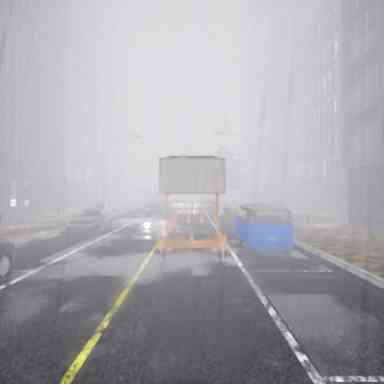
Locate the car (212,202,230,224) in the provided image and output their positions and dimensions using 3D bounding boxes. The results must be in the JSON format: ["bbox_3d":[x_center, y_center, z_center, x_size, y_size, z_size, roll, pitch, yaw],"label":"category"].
[{"bbox_3d":[2.707,1.616,24.475,1.802,1.307,4.206,0,0,0],"label":"car"}]

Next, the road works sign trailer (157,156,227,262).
[{"bbox_3d":[0.008,0.482,12.113,2.380,3.560,2.880,0,0,0],"label":"road works sign trailer"}]

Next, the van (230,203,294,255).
[{"bbox_3d":[2.699,1.360,13.091,1.690,1.788,3.998,0,0,0],"label":"van"}]

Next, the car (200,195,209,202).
[{"bbox_3d":[2.743,1.508,75.707,1.967,1.590,4.097,0,0,0],"label":"car"}]

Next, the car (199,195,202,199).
[{"bbox_3d":[2.731,1.621,58.630,2.008,1.369,4.403,0,0,0],"label":"car"}]

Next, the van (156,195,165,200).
[{"bbox_3d":[-5.650,1.411,58.640,1.690,1.788,3.998,0,0,0],"label":"van"}]

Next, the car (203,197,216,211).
[{"bbox_3d":[2.719,1.640,41.553,1.802,1.307,4.206,0,0,0],"label":"car"}]

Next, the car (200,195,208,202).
[{"bbox_3d":[2.727,1.619,52.937,2.008,1.369,4.403,0,0,0],"label":"car"}]

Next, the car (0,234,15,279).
[{"bbox_3d":[-5.686,1.562,7.407,2.008,1.369,4.403,0,0,0],"label":"car"}]

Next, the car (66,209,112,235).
[{"bbox_3d":[-5.678,1.609,18.791,1.802,1.307,4.206,0,0,0],"label":"car"}]

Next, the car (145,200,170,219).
[{"bbox_3d":[-3.080,1.643,29.981,1.895,1.301,4.718,0,0,0],"label":"car"}]

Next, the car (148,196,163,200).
[{"bbox_3d":[-5.658,1.615,47.254,2.008,1.369,4.403,0,0,0],"label":"car"}]

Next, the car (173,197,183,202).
[{"bbox_3d":[-2.951,1.650,71.079,1.895,1.301,4.718,0,0,0],"label":"car"}]
